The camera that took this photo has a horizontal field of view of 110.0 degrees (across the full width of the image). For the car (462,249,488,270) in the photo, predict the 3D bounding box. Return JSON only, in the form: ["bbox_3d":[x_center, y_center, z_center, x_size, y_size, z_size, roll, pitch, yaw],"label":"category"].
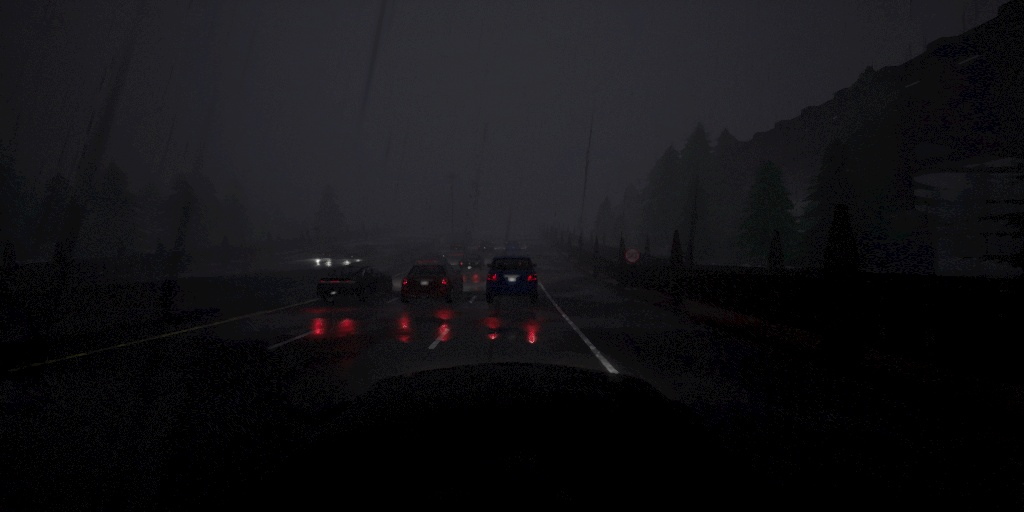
[{"bbox_3d":[-3.447,0.452,31.450,1.895,1.301,4.718,0,5,0],"label":"car"}]

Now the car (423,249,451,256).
[{"bbox_3d":[-6.947,0.417,31.436,1.994,1.385,4.181,0,5,0],"label":"car"}]

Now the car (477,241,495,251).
[{"bbox_3d":[-3.365,-1.322,46.595,1.994,1.385,4.181,0,7,0],"label":"car"}]

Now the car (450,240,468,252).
[{"bbox_3d":[-6.865,-1.404,46.603,1.882,1.535,5.008,0,7,0],"label":"car"}]

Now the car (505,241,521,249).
[{"bbox_3d":[0.135,-1.326,46.575,1.994,1.385,4.181,0,7,0],"label":"car"}]

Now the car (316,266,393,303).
[{"bbox_3d":[-7.001,1.182,16.483,2.128,1.511,4.902,0,1,0],"label":"car"}]

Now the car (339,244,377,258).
[{"bbox_3d":[-17.393,-0.633,41.568,2.033,1.411,5.357,0,7,0],"label":"car"}]

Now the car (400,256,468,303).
[{"bbox_3d":[-3.501,1.048,16.450,2.097,1.767,4.553,0,1,0],"label":"car"}]

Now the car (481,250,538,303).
[{"bbox_3d":[0.000,0.929,16.508,2.150,2.045,5.566,0,1,0],"label":"car"}]

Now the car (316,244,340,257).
[{"bbox_3d":[-20.893,-0.629,41.588,1.994,1.385,4.181,0,7,0],"label":"car"}]
